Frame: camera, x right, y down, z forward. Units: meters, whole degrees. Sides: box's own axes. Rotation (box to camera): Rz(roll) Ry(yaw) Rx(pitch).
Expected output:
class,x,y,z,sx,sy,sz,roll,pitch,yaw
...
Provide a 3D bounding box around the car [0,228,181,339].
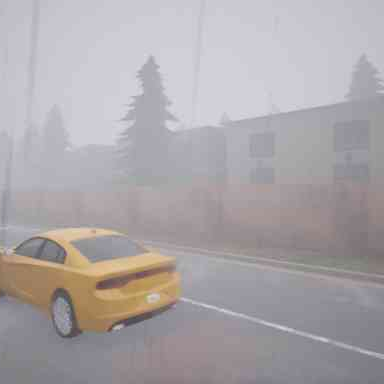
class,x,y,z,sx,sy,sz,roll,pitch,yaw
car,-2.434,1.480,6.728,5.008,1.535,1.882,0,0,42
